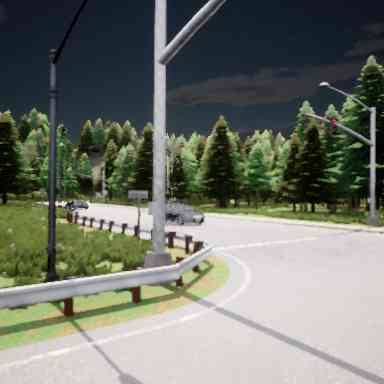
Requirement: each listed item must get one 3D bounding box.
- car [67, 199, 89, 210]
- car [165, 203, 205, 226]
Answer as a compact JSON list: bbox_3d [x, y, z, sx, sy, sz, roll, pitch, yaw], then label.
[{"bbox_3d":[-14.958,1.656,43.479,1.994,1.385,4.181,1,0,-35],"label":"car"},{"bbox_3d":[-1.030,1.584,24.228,2.128,1.511,4.902,1,0,-36],"label":"car"}]
